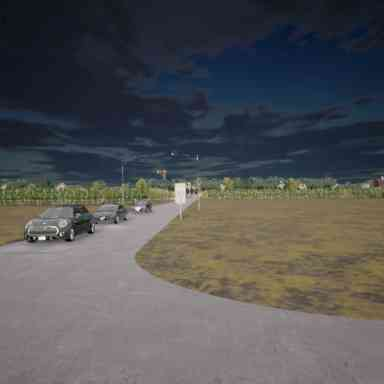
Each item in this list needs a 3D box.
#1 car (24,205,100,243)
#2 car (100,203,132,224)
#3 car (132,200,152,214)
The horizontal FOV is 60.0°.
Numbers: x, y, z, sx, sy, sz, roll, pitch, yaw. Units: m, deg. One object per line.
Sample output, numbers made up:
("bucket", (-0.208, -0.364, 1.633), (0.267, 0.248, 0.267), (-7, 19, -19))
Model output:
("car", (-6.666, 1.497, 17.178), (2.097, 1.767, 4.553), (-2, 0, 2))
("car", (-6.381, 1.681, 26.233), (1.837, 1.490, 4.892), (-2, 1, 2))
("car", (-5.961, 1.738, 39.461), (2.128, 1.511, 4.902), (-2, 0, 2))
